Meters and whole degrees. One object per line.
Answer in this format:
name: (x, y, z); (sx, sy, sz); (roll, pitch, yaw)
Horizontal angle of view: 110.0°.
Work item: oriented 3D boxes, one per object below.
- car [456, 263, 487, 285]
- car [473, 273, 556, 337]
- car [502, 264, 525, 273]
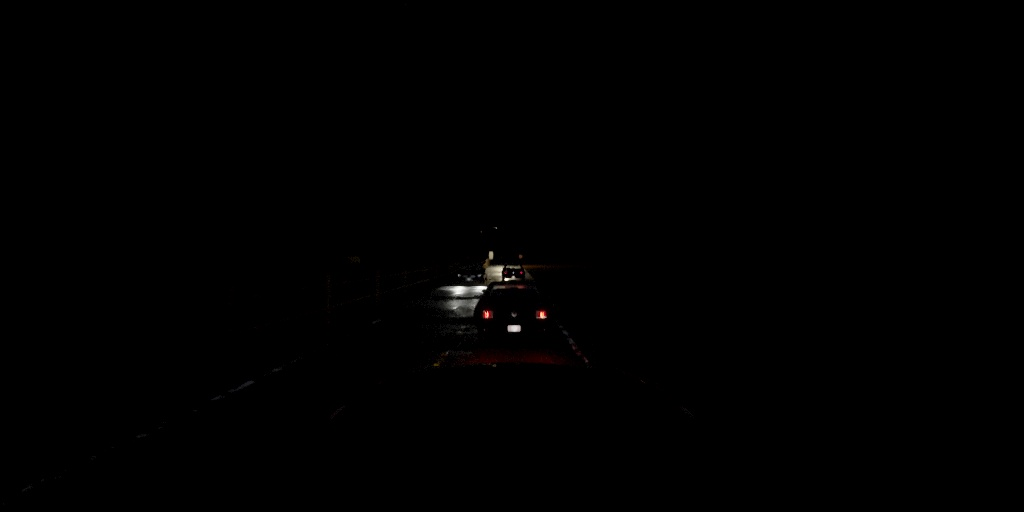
car: (-2.830, 1.270, 25.930); (1.812, 1.442, 4.674); (0, 0, 0)
car: (0.069, 1.346, 10.297); (1.895, 1.301, 4.718); (0, 0, 0)
car: (0.108, 1.347, 30.032); (1.895, 1.301, 4.718); (0, 0, 0)
